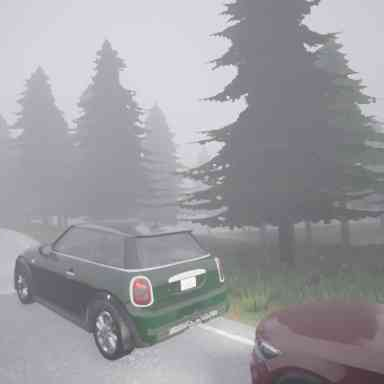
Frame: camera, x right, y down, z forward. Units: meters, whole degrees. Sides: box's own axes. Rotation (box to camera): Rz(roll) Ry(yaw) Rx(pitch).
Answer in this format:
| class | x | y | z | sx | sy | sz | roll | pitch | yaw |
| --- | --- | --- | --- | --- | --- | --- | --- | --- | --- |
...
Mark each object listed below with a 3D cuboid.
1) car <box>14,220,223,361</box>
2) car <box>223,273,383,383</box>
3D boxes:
| class | x | y | z | sx | sy | sz | roll | pitch | yaw |
| --- | --- | --- | --- | --- | --- | --- | --- | --- | --- |
| car | -1.579 | 1.305 | 6.226 | 4.553 | 1.767 | 2.097 | 1 | 1 | 44 |
| car | 2.744 | 1.531 | 2.598 | 4.674 | 1.442 | 1.812 | 1 | 0 | 36 |
